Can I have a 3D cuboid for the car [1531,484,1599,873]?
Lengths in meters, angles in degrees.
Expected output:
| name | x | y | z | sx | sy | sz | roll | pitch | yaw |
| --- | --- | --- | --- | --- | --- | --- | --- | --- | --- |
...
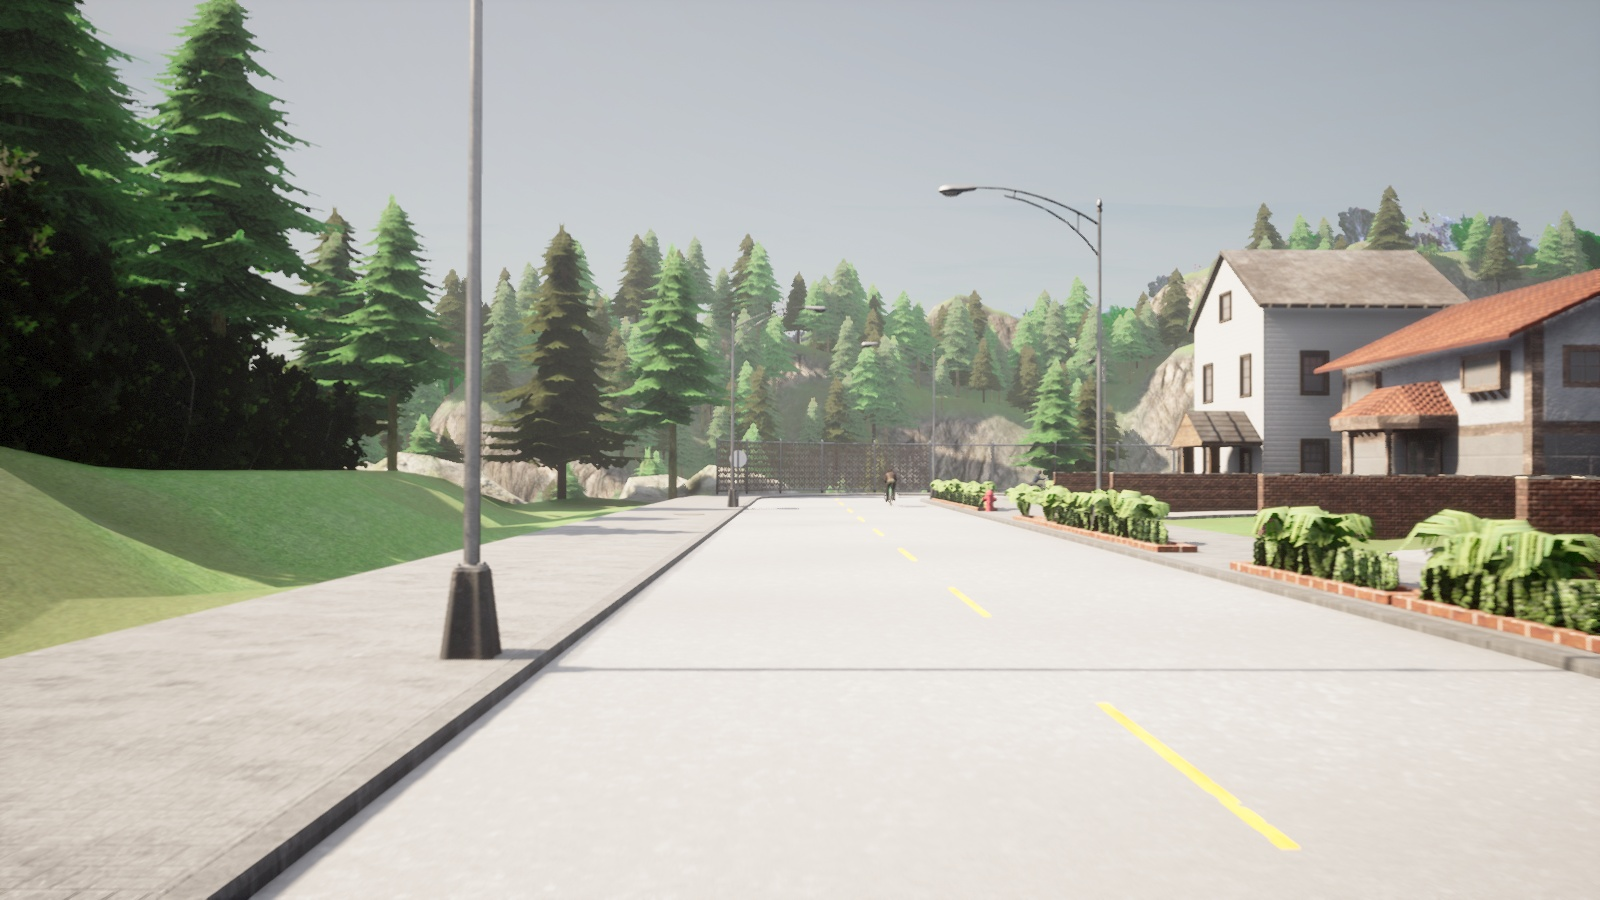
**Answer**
| name | x | y | z | sx | sy | sz | roll | pitch | yaw |
| --- | --- | --- | --- | --- | --- | --- | --- | --- | --- |
| car | 3.993 | 0.845 | 2.811 | 1.837 | 1.490 | 4.892 | 0 | -1 | 0 |
